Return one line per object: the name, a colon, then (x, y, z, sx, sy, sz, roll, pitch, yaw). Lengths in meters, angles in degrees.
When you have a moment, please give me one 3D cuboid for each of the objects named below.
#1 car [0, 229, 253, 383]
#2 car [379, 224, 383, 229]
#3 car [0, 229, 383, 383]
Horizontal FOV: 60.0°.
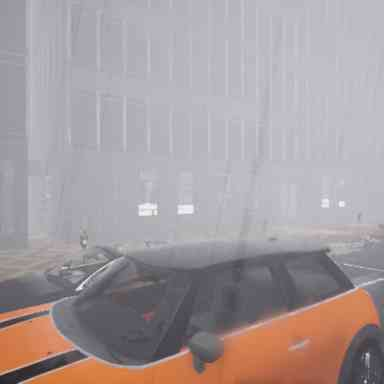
car: (-1.246, 1.551, 5.666, 4.403, 1.369, 2.008, 0, 0, -35)
car: (8.035, 1.582, 12.258, 4.206, 1.307, 1.802, 0, 0, -35)
car: (-0.116, 1.352, 3.291, 4.553, 1.767, 2.097, 0, 0, -35)
